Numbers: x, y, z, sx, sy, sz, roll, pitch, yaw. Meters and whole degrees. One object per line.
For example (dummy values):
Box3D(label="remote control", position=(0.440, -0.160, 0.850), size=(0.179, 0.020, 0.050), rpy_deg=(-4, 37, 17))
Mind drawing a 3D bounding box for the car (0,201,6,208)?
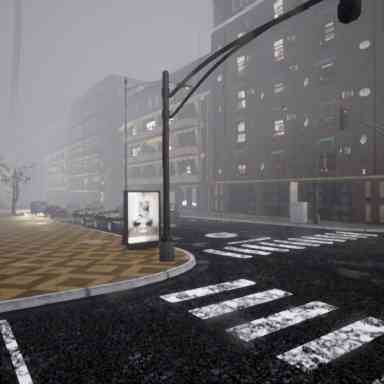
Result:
Box3D(label="car", position=(-44.561, 2.862, 77.386), size=(1.887, 1.381, 4.507), rpy_deg=(-2, 0, -36))

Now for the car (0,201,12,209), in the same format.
Box3D(label="car", position=(-38.033, 2.703, 68.361), size=(2.008, 1.369, 4.403), rpy_deg=(-2, 0, -36))

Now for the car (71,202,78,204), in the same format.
Box3D(label="car", position=(-21.450, 2.424, 59.735), size=(1.802, 1.307, 4.206), rpy_deg=(-2, 0, -36))

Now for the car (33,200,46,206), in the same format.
Box3D(label="car", position=(-37.771, 2.797, 82.297), size=(1.887, 1.381, 4.507), rpy_deg=(-2, 0, -36))

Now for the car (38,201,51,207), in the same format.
Box3D(label="car", position=(-34.506, 2.736, 77.784), size=(1.947, 1.339, 4.313), rpy_deg=(-2, 0, -36))

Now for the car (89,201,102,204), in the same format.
Box3D(label="car", position=(-14.922, 2.118, 50.713), size=(1.967, 1.590, 4.097), rpy_deg=(-2, 0, -36))

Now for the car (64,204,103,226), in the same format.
Box3D(label="car", position=(-8.761, 1.969, 27.673), size=(2.008, 1.369, 4.403), rpy_deg=(-2, 0, -36))

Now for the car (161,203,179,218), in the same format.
Box3D(label="car", position=(-3.075, 1.824, 34.548), size=(1.967, 1.590, 4.097), rpy_deg=(-2, 0, -36))

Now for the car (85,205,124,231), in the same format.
Box3D(label="car", position=(-5.497, 1.888, 23.160), size=(2.008, 1.369, 4.403), rpy_deg=(-2, 0, -36))

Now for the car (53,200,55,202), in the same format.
Box3D(label="car", position=(-31.246, 2.528, 73.272), size=(1.967, 1.590, 4.097), rpy_deg=(-2, 0, -36))

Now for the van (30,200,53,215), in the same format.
Box3D(label="van", position=(-19.755, 2.035, 43.038), size=(1.690, 1.788, 3.998), rpy_deg=(-2, 0, -36))

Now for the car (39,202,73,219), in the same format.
Box3D(label="car", position=(-14.837, 2.115, 36.150), size=(1.887, 1.381, 4.507), rpy_deg=(-2, 0, -36))
